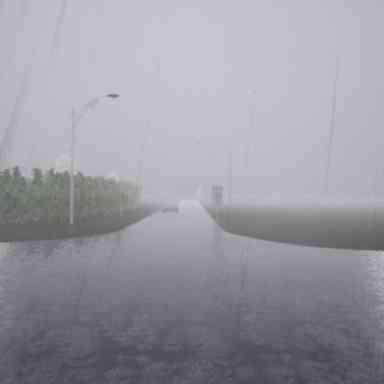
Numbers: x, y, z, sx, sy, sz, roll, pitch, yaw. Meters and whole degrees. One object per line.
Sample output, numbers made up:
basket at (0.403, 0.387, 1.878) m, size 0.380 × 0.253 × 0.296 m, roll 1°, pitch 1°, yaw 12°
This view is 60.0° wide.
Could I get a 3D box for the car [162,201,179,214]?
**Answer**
car at (-2.620, 1.848, 40.906) m, size 1.882 × 1.535 × 5.008 m, roll 0°, pitch 0°, yaw 0°
